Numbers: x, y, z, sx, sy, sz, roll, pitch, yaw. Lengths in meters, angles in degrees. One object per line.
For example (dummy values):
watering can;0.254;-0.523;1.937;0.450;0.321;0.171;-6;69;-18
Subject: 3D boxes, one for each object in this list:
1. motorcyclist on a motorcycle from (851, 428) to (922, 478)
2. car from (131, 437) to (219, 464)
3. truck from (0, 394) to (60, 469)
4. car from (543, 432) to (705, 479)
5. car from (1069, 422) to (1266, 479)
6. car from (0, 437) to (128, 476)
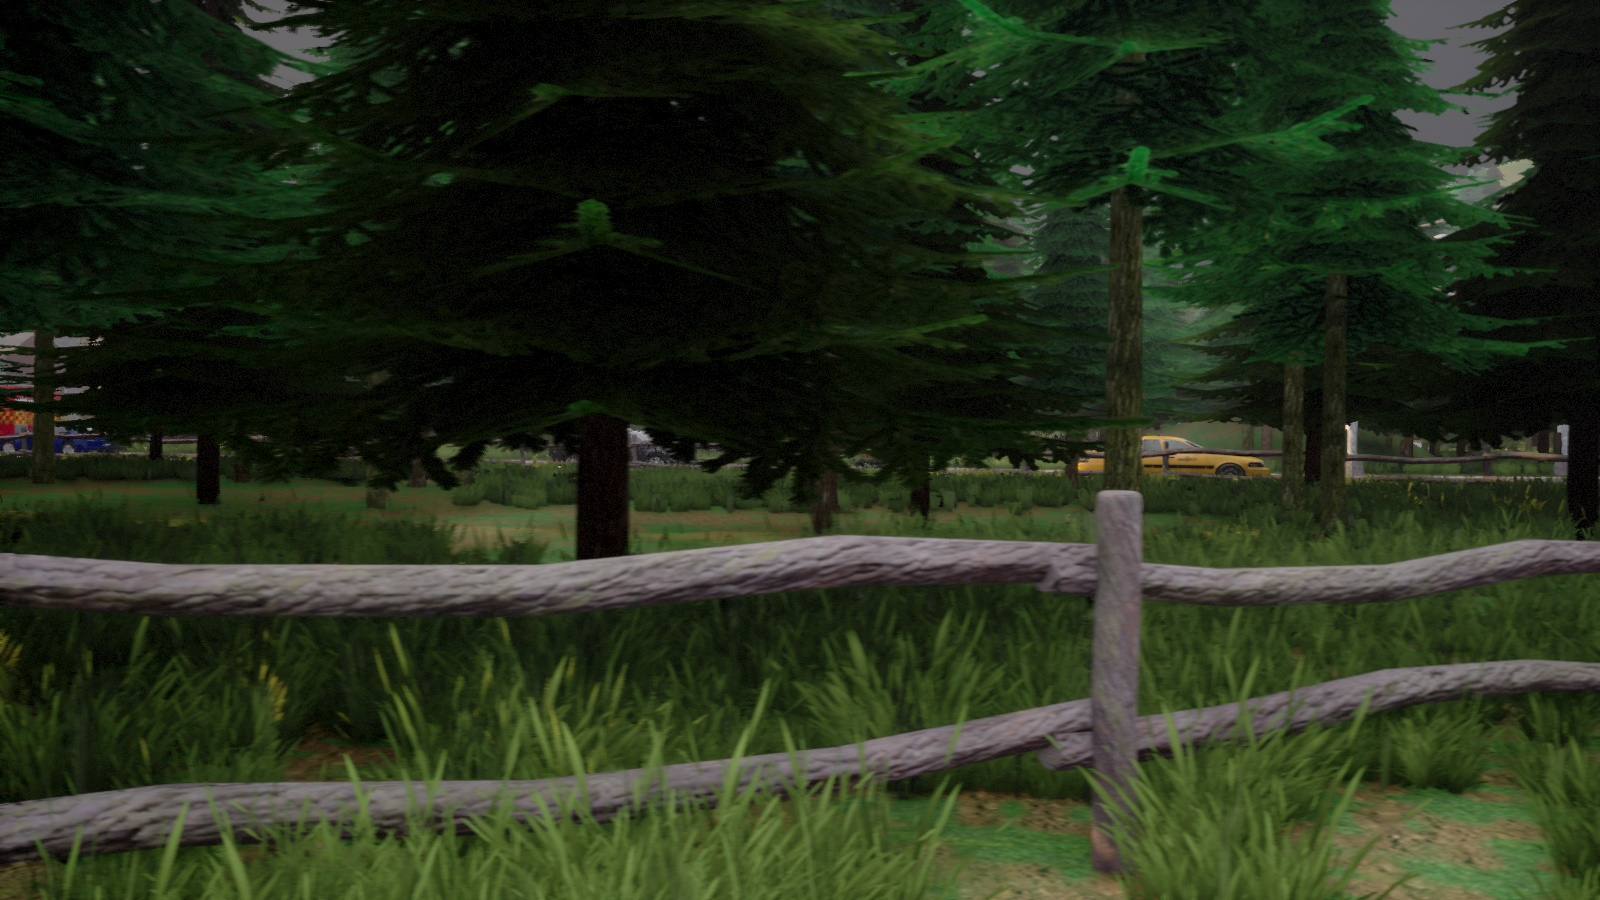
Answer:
motorcyclist on a motorcycle;2.668;0.102;38.773;2.044;1.523;0.797;0;1;15
car;-36.415;0.023;73.302;1.837;1.490;4.892;0;1;14
truck;-41.946;-0.932;63.724;2.891;3.827;8.468;-1;1;7
car;-5.730;0.180;41.039;4.892;1.490;1.837;0;1;15
car;10.638;0.007;36.630;5.366;1.575;1.801;0;1;15
car;-30.371;0.245;51.535;5.008;1.535;1.882;0;1;17
